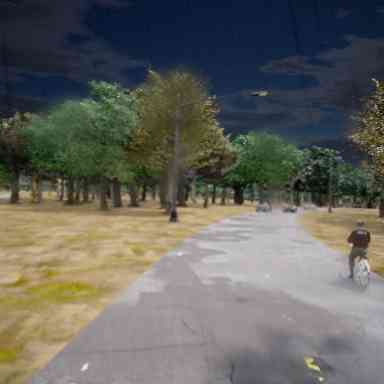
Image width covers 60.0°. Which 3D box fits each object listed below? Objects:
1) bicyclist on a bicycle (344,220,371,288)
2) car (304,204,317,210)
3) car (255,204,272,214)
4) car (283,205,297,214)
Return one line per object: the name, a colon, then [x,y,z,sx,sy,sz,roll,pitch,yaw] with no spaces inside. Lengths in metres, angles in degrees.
bicyclist on a bicycle: [4.583,1.647,9.297,0.659,1.776,1.843,2,0,6]
car: [26.493,3.364,74.235,1.895,1.301,4.718,2,-1,32]
car: [11.002,2.478,50.491,2.033,1.411,5.357,2,-1,22]
car: [15.832,2.745,53.496,1.895,1.301,4.718,2,-1,23]
